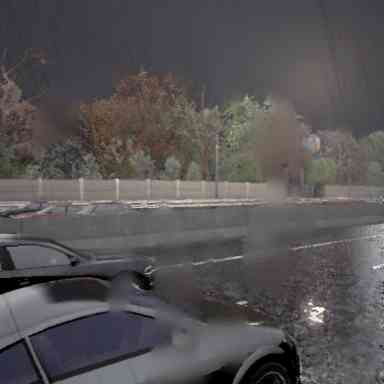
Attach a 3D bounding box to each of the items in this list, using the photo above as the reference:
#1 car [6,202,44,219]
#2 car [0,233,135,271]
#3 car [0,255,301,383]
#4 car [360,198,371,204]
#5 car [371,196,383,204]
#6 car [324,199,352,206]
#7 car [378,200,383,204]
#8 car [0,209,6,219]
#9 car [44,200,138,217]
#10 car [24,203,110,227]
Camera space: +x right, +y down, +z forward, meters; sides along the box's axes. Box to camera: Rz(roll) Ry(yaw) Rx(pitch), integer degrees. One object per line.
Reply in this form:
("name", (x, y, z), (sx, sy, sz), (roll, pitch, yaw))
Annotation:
("car", (-7.961, 1.479, 19.810), (5.008, 1.535, 1.882), (0, 0, -35))
("car", (-3.049, 1.478, 5.870), (5.008, 1.535, 1.882), (0, 0, -35))
("car", (-0.899, 1.564, 3.104), (4.181, 1.385, 1.994), (0, 0, -36))
("car", (26.247, 1.591, 48.470), (4.181, 1.385, 1.994), (0, 0, -35))
("car", (26.948, 1.249, 44.679), (5.566, 2.045, 2.150), (0, 0, -35))
("car", (21.648, 1.625, 49.500), (4.718, 1.301, 1.895), (0, 0, -35))
("car", (11.353, 1.359, 16.144), (4.553, 1.767, 2.097), (0, 0, -35))
("car", (-12.051, 1.479, 25.490), (5.008, 1.535, 1.882), (0, 0, -35))
("car", (-5.014, 1.354, 17.611), (4.553, 1.767, 2.097), (0, 0, -35))
("car", (-8.777, 1.549, 23.528), (5.357, 1.411, 2.033), (0, 0, -35))
